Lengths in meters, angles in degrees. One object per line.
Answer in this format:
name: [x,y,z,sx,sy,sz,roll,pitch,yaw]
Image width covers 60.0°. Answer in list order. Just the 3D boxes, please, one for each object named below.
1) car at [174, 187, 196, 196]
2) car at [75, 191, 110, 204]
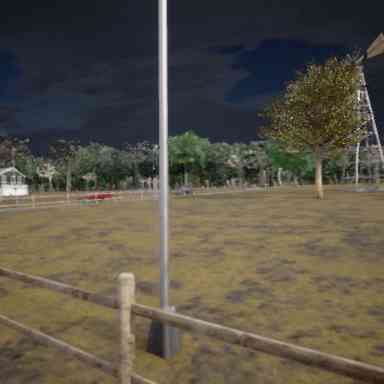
car: [-1.248,-0.102,60.590,1.837,1.490,4.892,-3,0,35]
car: [-13.145,0.655,44.010,1.882,1.535,5.008,-3,1,35]
